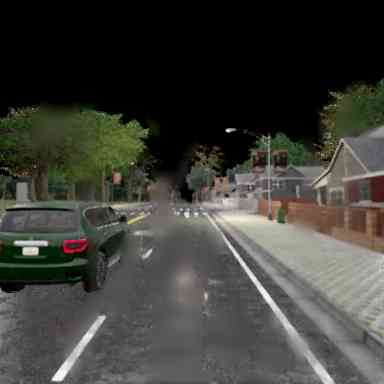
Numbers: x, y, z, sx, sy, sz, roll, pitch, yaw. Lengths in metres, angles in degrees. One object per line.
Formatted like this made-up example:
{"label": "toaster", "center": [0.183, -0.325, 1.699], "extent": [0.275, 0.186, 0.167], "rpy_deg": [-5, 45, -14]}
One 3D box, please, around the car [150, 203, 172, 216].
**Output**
{"label": "car", "center": [-3.157, 1.773, 34.546], "extent": [1.895, 1.301, 4.718], "rpy_deg": [0, 0, 0]}

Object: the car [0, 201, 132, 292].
{"label": "car", "center": [-3.150, 1.257, 9.171], "extent": [2.150, 2.045, 5.566], "rpy_deg": [0, 0, 0]}
